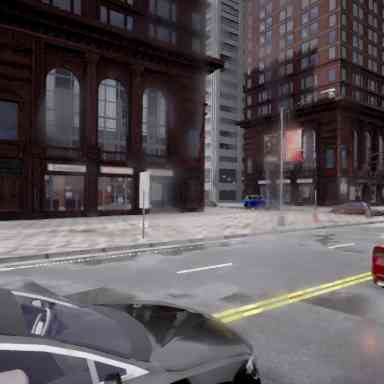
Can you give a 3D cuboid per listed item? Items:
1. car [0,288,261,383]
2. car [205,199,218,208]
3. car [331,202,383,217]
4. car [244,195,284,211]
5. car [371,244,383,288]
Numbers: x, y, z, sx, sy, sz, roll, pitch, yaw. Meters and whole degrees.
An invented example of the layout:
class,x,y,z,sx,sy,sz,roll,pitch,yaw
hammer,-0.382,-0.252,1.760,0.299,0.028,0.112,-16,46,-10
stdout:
class,x,y,z,sx,sy,sz,roll,pitch,yaw
car,-1.602,1.492,2.303,4.902,1.511,2.128,0,0,-35
car,2.187,1.828,52.811,1.994,1.385,4.181,1,-1,-36
car,16.475,1.699,32.719,2.033,1.411,5.357,1,-1,-36
car,9.172,1.430,42.989,2.150,2.045,5.566,1,-1,-35
car,6.227,1.488,7.875,5.008,1.535,1.882,0,0,-35
